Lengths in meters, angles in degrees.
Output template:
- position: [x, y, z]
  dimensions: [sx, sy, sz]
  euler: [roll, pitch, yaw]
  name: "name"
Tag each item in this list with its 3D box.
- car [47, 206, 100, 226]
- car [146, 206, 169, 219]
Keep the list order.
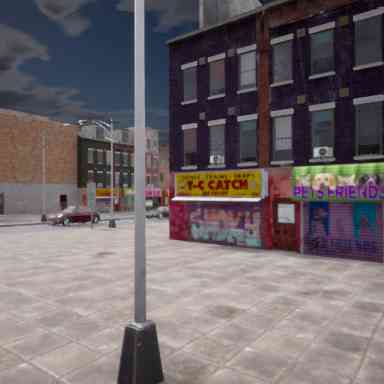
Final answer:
- position: [-9.487, 1.825, 26.712]
  dimensions: [1.967, 1.590, 4.097]
  euler: [-2, -2, 36]
  name: "car"
- position: [-3.063, 2.170, 35.504]
  dimensions: [2.008, 1.369, 4.403]
  euler: [-2, -2, 36]
  name: "car"
